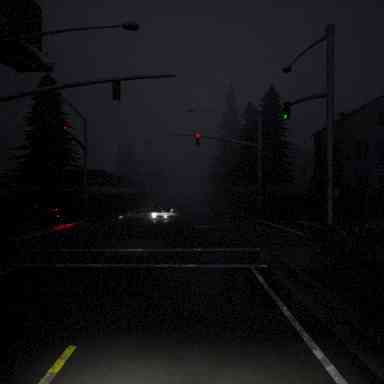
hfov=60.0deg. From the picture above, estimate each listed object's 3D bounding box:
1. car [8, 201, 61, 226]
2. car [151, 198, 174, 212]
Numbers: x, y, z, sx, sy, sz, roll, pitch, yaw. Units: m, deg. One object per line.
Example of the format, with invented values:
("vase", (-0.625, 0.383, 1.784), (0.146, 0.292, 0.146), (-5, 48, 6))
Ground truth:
("car", (-11.070, 1.317, 21.461), (4.902, 1.511, 2.128), (1, 0, -1))
("car", (-3.477, 1.564, 38.045), (1.994, 1.385, 4.181), (0, 0, 0))
